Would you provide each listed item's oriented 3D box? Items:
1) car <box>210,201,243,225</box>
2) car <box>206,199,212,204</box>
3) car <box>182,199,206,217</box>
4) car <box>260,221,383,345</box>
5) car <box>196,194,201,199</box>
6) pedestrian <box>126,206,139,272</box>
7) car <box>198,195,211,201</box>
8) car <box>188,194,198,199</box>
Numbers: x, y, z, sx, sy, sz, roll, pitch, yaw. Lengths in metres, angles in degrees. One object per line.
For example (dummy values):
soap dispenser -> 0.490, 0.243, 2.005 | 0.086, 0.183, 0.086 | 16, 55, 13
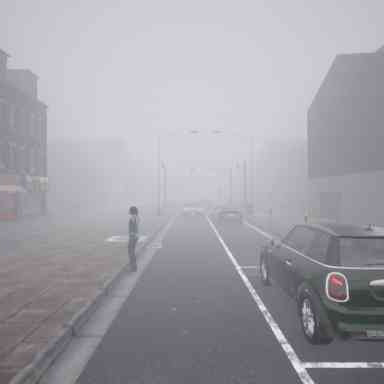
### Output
car -> 2.625, 1.579, 24.318 | 1.947, 1.339, 4.313 | 0, 0, 0
car -> 2.621, 1.572, 29.994 | 2.008, 1.369, 4.403 | 0, 0, 0
car -> 0.058, 1.624, 31.285 | 1.895, 1.301, 4.718 | 0, 0, 0
car -> 2.746, 1.352, 6.559 | 2.097, 1.767, 4.553 | 0, 0, 0
car -> 2.588, 1.719, 76.063 | 1.947, 1.339, 4.313 | 0, 0, 0
pedestrian -> -1.680, 1.296, 9.365 | 0.375, 1.860, 0.375 | 0, 0, 0
car -> 2.601, 1.635, 59.024 | 1.887, 1.381, 4.507 | 0, 0, 0
car -> -0.058, 1.747, 88.740 | 2.033, 1.411, 5.357 | 0, 0, 0
